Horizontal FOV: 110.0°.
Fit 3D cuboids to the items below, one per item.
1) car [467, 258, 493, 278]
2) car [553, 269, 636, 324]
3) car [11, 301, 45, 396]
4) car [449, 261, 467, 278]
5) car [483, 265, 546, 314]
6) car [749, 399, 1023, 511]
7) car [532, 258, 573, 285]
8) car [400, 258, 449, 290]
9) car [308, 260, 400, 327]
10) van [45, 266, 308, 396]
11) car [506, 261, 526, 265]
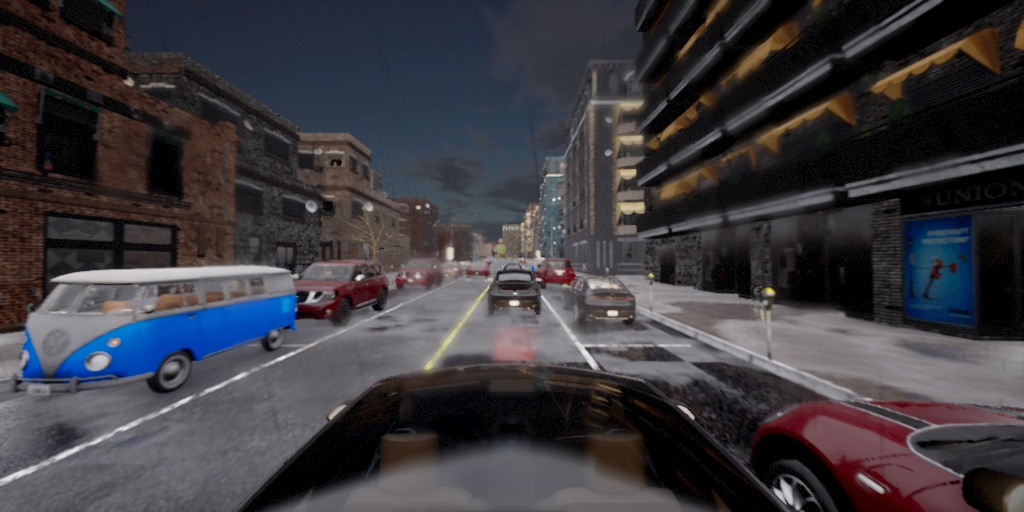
[{"bbox_3d":[-3.087,1.234,33.916,1.882,1.535,5.008,0,0,0],"label":"car"},{"bbox_3d":[2.694,1.303,11.805,2.007,1.370,4.403,0,0,0],"label":"car"},{"bbox_3d":[-5.689,1.064,1.000,2.192,1.841,5.009,0,0,0],"label":"car"},{"bbox_3d":[-5.682,1.196,33.444,1.967,1.591,4.097,0,0,0],"label":"car"},{"bbox_3d":[0.095,1.258,13.805,1.837,1.490,4.892,0,0,0],"label":"car"},{"bbox_3d":[2.691,1.190,0.991,1.967,1.591,4.097,0,0,0],"label":"car"},{"bbox_3d":[2.696,1.070,22.620,2.192,1.841,5.009,0,0,0],"label":"car"},{"bbox_3d":[-5.685,1.069,22.629,2.192,1.841,5.009,0,0,0],"label":"car"},{"bbox_3d":[-5.687,1.067,11.814,2.192,1.841,5.009,0,0,0],"label":"car"},{"bbox_3d":[-5.688,1.092,6.407,1.690,1.789,3.998,0,0,0],"label":"van"},{"bbox_3d":[0.099,1.320,29.391,1.994,1.385,4.181,0,0,0],"label":"car"}]
